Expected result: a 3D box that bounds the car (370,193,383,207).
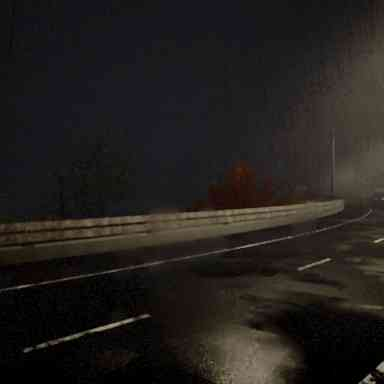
[{"bbox_3d":[27.081,1.120,47.958,2.150,2.045,5.566,0,0,22],"label":"car"}]
